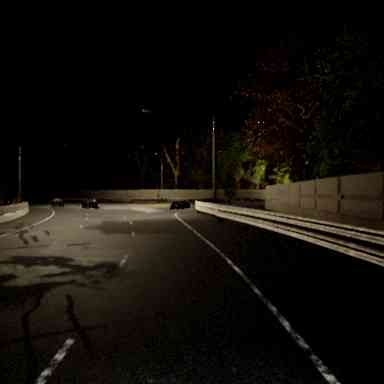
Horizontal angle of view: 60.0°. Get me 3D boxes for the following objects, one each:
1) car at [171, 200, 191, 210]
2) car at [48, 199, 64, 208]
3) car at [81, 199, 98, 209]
[{"bbox_3d":[-1.601,1.819,48.226,1.994,1.385,4.181,0,0,17],"label":"car"},{"bbox_3d":[-23.148,1.850,56.558,2.128,1.511,4.902,0,0,-33],"label":"car"},{"bbox_3d":[-15.411,1.795,50.020,2.128,1.511,4.902,0,0,-27],"label":"car"}]
